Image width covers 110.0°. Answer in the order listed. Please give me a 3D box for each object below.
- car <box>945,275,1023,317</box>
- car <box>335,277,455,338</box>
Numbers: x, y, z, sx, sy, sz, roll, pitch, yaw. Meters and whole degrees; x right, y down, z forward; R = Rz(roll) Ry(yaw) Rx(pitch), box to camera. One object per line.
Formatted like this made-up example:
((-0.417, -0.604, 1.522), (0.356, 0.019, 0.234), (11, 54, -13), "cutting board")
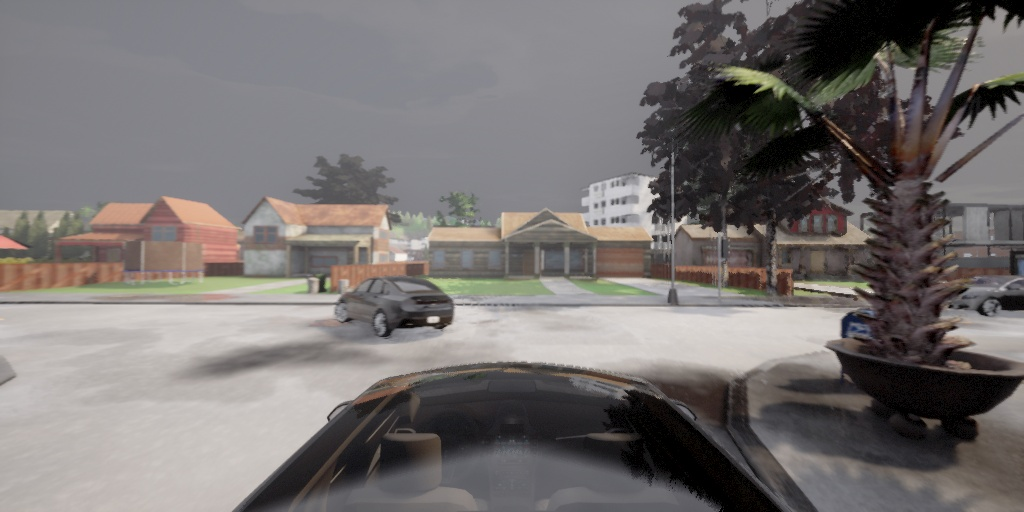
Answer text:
((19.130, 1.522, 14.118), (4.902, 1.511, 2.128), (0, -1, -1), "car")
((-3.615, 1.355, 10.693), (1.837, 1.490, 4.892), (4, -3, -43), "car")
